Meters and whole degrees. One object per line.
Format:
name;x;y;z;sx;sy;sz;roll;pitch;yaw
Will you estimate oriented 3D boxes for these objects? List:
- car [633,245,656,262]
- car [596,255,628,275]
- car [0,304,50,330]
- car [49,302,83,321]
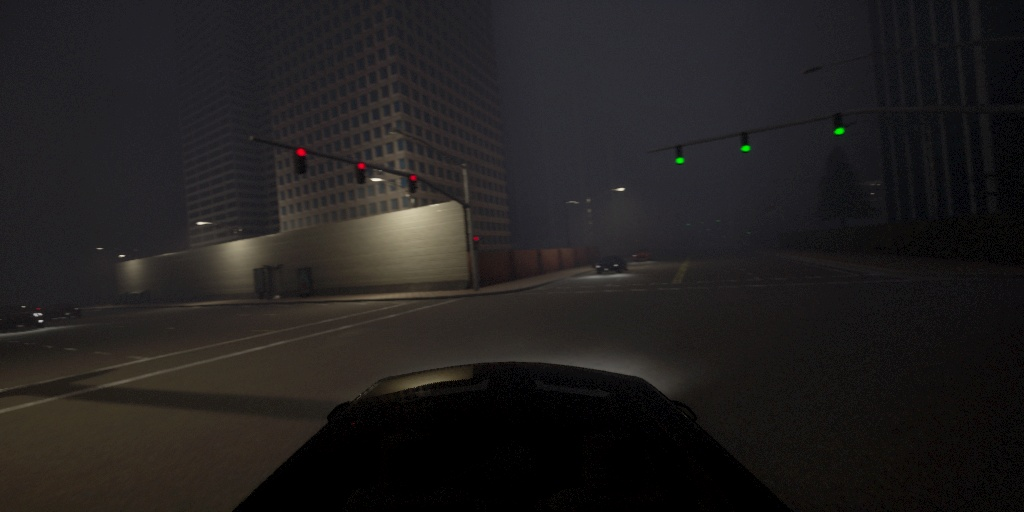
car;17.520;-0.210;47.769;2.097;1.767;4.553;-5;0;27
car;8.418;0.686;30.156;1.812;1.442;4.674;-5;0;27
car;-33.720;4.115;24.156;4.553;1.767;2.097;-5;0;27
car;-39.277;4.803;31.140;4.674;1.442;1.812;-5;0;28
